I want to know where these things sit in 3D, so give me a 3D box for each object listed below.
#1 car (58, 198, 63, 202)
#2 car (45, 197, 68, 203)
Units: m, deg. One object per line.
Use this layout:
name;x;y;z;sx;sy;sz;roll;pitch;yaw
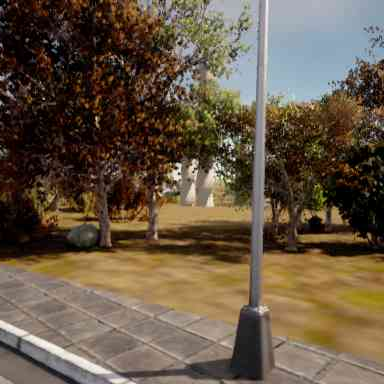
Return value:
car;-36.106;2.016;85.448;4.892;1.521;2.231;2;-3;4
car;-35.898;2.176;88.190;5.008;1.535;2.097;2;-3;4
